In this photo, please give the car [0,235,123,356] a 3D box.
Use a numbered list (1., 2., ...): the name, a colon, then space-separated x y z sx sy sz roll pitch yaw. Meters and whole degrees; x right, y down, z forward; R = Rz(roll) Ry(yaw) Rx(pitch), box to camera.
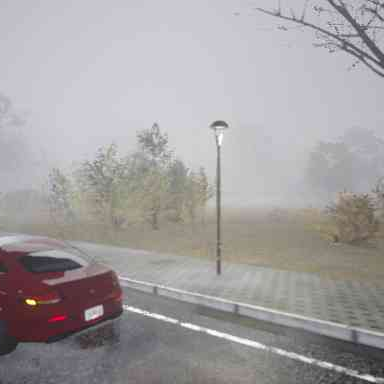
1. car: -3.248 1.526 6.001 4.674 1.442 1.812 0 0 35
